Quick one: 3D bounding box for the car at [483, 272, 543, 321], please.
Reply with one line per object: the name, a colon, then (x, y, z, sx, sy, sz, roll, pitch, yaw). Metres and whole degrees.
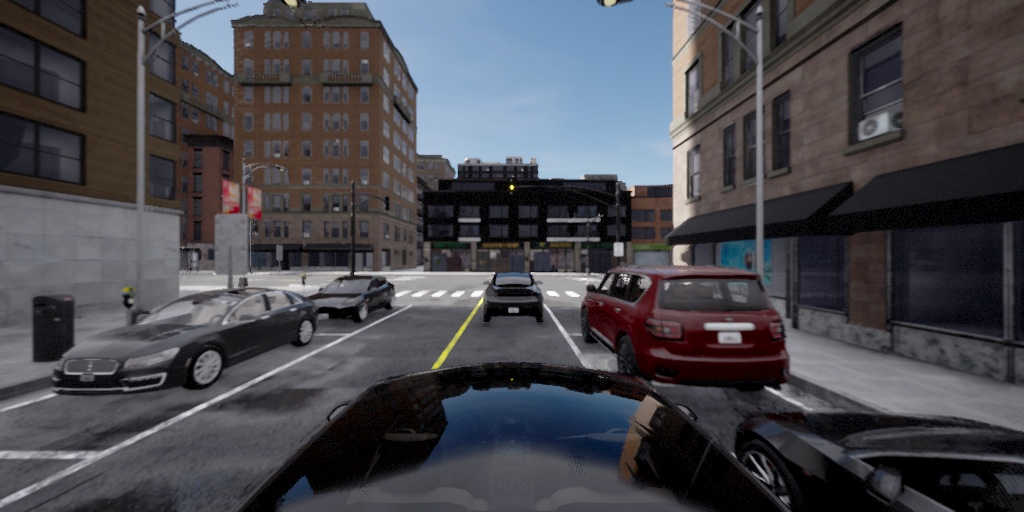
car: (0.038, 1.290, 12.609, 1.837, 1.490, 4.892, 0, 0, 0)

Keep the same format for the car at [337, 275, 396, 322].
car: (-5.387, 1.349, 12.393, 1.948, 1.339, 4.313, 0, 0, 0)

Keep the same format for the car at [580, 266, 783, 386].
car: (2.638, 1.081, 6.731, 2.192, 1.841, 5.009, 0, 0, 0)

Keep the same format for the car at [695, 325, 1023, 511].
car: (2.638, 1.314, 1.069, 1.948, 1.339, 4.313, 0, 0, 0)

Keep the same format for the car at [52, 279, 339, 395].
car: (-5.387, 1.316, 6.731, 2.007, 1.370, 4.403, 0, 0, 0)
